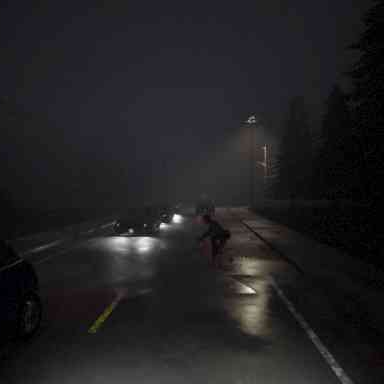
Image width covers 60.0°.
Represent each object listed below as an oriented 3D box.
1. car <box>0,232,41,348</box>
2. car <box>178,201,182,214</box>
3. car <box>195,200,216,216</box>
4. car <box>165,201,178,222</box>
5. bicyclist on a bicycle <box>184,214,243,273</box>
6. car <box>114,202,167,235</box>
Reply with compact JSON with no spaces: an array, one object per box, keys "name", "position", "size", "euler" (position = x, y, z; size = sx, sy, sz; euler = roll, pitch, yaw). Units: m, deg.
[{"name":"car","position":[-3.540,1.352,3.472],"size":[2.097,1.767,4.553],"euler":[0,0,2]},{"name":"car","position":[-2.218,1.596,35.792],"size":[1.895,1.301,4.718],"euler":[0,0,3]},{"name":"car","position":[1.290,1.488,32.588],"size":[2.128,1.511,4.902],"euler":[0,0,2]},{"name":"car","position":[-2.553,1.610,26.370],"size":[2.033,1.411,5.357],"euler":[0,0,2]},{"name":"bicyclist on a bicycle","position":[0.593,1.442,9.236],"size":[1.656,1.620,0.582],"euler":[-1,0,2]},{"name":"car","position":[-2.928,1.545,19.187],"size":[2.033,1.411,5.357],"euler":[0,0,2]}]
